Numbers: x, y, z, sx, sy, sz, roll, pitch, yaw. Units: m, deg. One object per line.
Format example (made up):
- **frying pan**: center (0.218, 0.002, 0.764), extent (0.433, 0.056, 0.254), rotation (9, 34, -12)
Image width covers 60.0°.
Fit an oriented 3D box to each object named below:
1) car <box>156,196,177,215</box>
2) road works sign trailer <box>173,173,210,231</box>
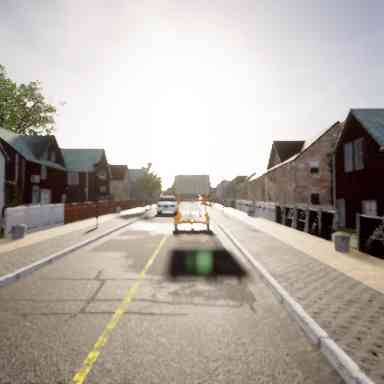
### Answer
- **car**: center (-2.825, 1.494, 38.489), extent (2.150, 2.045, 5.566), rotation (0, -1, 0)
- **road works sign trailer**: center (0.007, 0.590, 21.741), extent (2.380, 3.560, 2.880), rotation (0, 0, 1)
